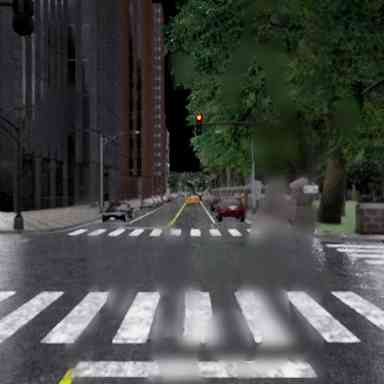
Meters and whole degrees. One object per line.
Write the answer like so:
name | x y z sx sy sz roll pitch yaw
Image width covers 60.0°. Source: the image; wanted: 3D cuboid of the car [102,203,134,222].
car | -5.652 1.504 25.808 1.947 1.339 4.313 0 0 0

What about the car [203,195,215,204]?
car | 3.013 1.321 58.519 1.967 1.590 4.097 0 0 0

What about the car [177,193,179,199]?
car | -5.371 1.276 91.291 1.967 1.590 4.097 0 0 0

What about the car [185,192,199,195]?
car | 0.283 1.090 65.943 2.150 2.045 5.566 0 0 0

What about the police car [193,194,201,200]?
police car | 1.253 1.267 86.553 1.930 1.638 5.238 0 0 0

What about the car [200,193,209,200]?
car | 3.130 1.157 85.801 2.192 1.841 5.009 0 0 0

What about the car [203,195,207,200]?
car | 2.966 1.451 47.606 2.008 1.369 4.403 0 0 0

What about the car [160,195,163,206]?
car | -5.559 1.482 47.635 1.802 1.307 4.206 0 0 0

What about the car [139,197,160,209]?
car | -5.582 1.460 42.178 2.008 1.369 4.403 0 0 0

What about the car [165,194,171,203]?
car | -5.488 1.454 64.007 1.802 1.307 4.206 0 0 0

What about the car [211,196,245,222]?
car | 2.873 1.252 25.780 2.192 1.841 5.009 0 0 0

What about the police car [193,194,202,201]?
police car | 1.228 1.279 76.553 1.930 1.638 5.238 0 0 0

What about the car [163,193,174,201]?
car | -5.465 1.179 69.463 2.192 1.841 5.009 0 0 0

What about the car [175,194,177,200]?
car | -5.418 1.393 80.377 1.887 1.381 4.507 0 0 0

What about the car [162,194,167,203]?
car | -5.535 1.473 53.092 1.802 1.307 4.206 0 0 0

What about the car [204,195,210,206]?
car | 2.943 1.460 42.149 2.008 1.369 4.403 0 0 0

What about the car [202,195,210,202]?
car | 3.084 1.381 75.058 1.752 1.417 4.829 0 0 0

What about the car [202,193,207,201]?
car | 2.990 1.331 53.062 1.967 1.590 4.097 0 0 0

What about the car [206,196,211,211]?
car | 2.920 1.484 36.693 1.947 1.339 4.313 0 0 0

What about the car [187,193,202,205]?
car | 0.289 1.364 55.817 1.882 1.535 5.008 0 0 1
